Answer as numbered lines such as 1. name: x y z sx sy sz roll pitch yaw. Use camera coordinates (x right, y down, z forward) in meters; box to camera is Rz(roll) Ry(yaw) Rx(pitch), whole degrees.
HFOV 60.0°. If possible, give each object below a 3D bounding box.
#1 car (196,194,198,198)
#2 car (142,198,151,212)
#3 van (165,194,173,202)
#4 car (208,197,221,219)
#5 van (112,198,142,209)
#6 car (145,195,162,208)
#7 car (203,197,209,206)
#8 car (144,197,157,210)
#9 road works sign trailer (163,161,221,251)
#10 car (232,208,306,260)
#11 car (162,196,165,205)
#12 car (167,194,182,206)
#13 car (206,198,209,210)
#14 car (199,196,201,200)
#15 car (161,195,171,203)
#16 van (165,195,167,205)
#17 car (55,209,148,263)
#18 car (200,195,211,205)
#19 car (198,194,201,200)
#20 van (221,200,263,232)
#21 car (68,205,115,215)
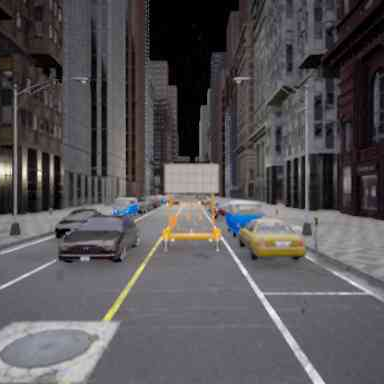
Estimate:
1. car: 2.719 1.596 85.507 1.967 1.590 4.097 0 0 0
2. car: -5.782 1.627 34.765 1.947 1.339 4.313 0 0 0
3. van: -5.807 1.497 85.496 1.690 1.788 3.998 0 0 0
4. car: 2.746 1.491 29.145 1.967 1.590 4.097 0 0 0
5. van: -5.780 1.392 29.129 1.690 1.788 3.998 0 0 0
6. car: -5.788 1.397 46.039 2.192 1.841 5.009 0 0 0
7. car: 2.741 1.622 40.417 2.008 1.369 4.403 0 0 0
8. car: -5.784 1.637 40.402 1.947 1.339 4.313 0 0 0
9. road works sign trailer: -0.007 0.488 14.188 2.380 3.560 2.880 0 0 0
10. car: 2.754 1.546 12.406 1.752 1.417 4.829 0 0 0
11. car: -5.790 1.637 51.676 1.887 1.381 4.507 0 0 0
12. car: -3.029 1.633 58.405 1.837 1.490 4.892 0 0 0
13. car: 2.743 1.587 34.951 1.752 1.417 4.829 0 0 0
14. car: 2.733 1.668 57.326 1.947 1.339 4.313 0 0 0
15. car: -5.801 1.574 74.223 1.967 1.590 4.097 0 0 0
16. van: -5.793 1.444 57.313 1.690 1.788 3.998 0 0 0
17. car: -3.106 1.568 12.336 2.033 1.411 5.357 0 0 0
18. car: 2.735 1.532 51.689 1.967 1.590 4.097 0 0 0
19. car: 2.729 1.428 62.963 2.192 1.841 5.009 0 0 0
20. van: 2.751 1.371 17.872 1.690 1.788 3.998 0 0 0
21. car: -5.774 1.596 17.855 1.947 1.339 4.313 0 0 0
